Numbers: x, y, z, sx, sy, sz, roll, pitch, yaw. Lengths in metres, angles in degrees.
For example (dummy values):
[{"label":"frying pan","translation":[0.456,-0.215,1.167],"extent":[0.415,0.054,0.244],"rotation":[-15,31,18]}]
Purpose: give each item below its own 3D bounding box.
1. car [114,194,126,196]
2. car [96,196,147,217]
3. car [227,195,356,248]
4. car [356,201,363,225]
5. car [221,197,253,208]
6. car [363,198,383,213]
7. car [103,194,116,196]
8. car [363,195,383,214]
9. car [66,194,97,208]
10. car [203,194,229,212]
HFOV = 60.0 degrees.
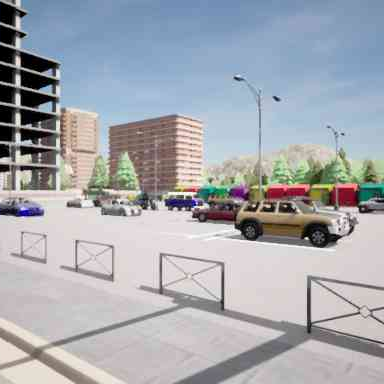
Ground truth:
[{"label":"car","translation":[-11.118,1.147,47.468],"extent":[4.605,1.855,1.932],"rotation":[0,0,38]},{"label":"car","translation":[-6.180,1.392,29.194],"extent":[3.806,1.475,1.970],"rotation":[0,0,38]},{"label":"car","translation":[4.080,1.153,14.052],"extent":[4.605,1.855,1.932],"rotation":[0,0,38]},{"label":"car","translation":[5.907,1.156,16.298],"extent":[3.866,1.878,1.905],"rotation":[0,0,38]},{"label":"car","translation":[5.999,1.361,44.797],"extent":[3.905,1.438,1.784],"rotation":[0,0,38]},{"label":"car","translation":[19.766,1.396,34.047],"extent":[3.806,1.475,1.970],"rotation":[0,0,38]},{"label":"car","translation":[-12.732,1.358,45.324],"extent":[3.905,1.438,1.784],"rotation":[0,0,38]},{"label":"car","translation":[17.973,1.157,31.773],"extent":[3.866,1.878,1.905],"rotation":[0,0,38]},{"label":"car","translation":[-14.517,1.389,43.044],"extent":[3.806,1.475,1.970],"rotation":[0,0,38]},{"label":"car","translation":[4.163,1.151,42.556],"extent":[4.605,1.855,1.932],"rotation":[0,0,38]}]
